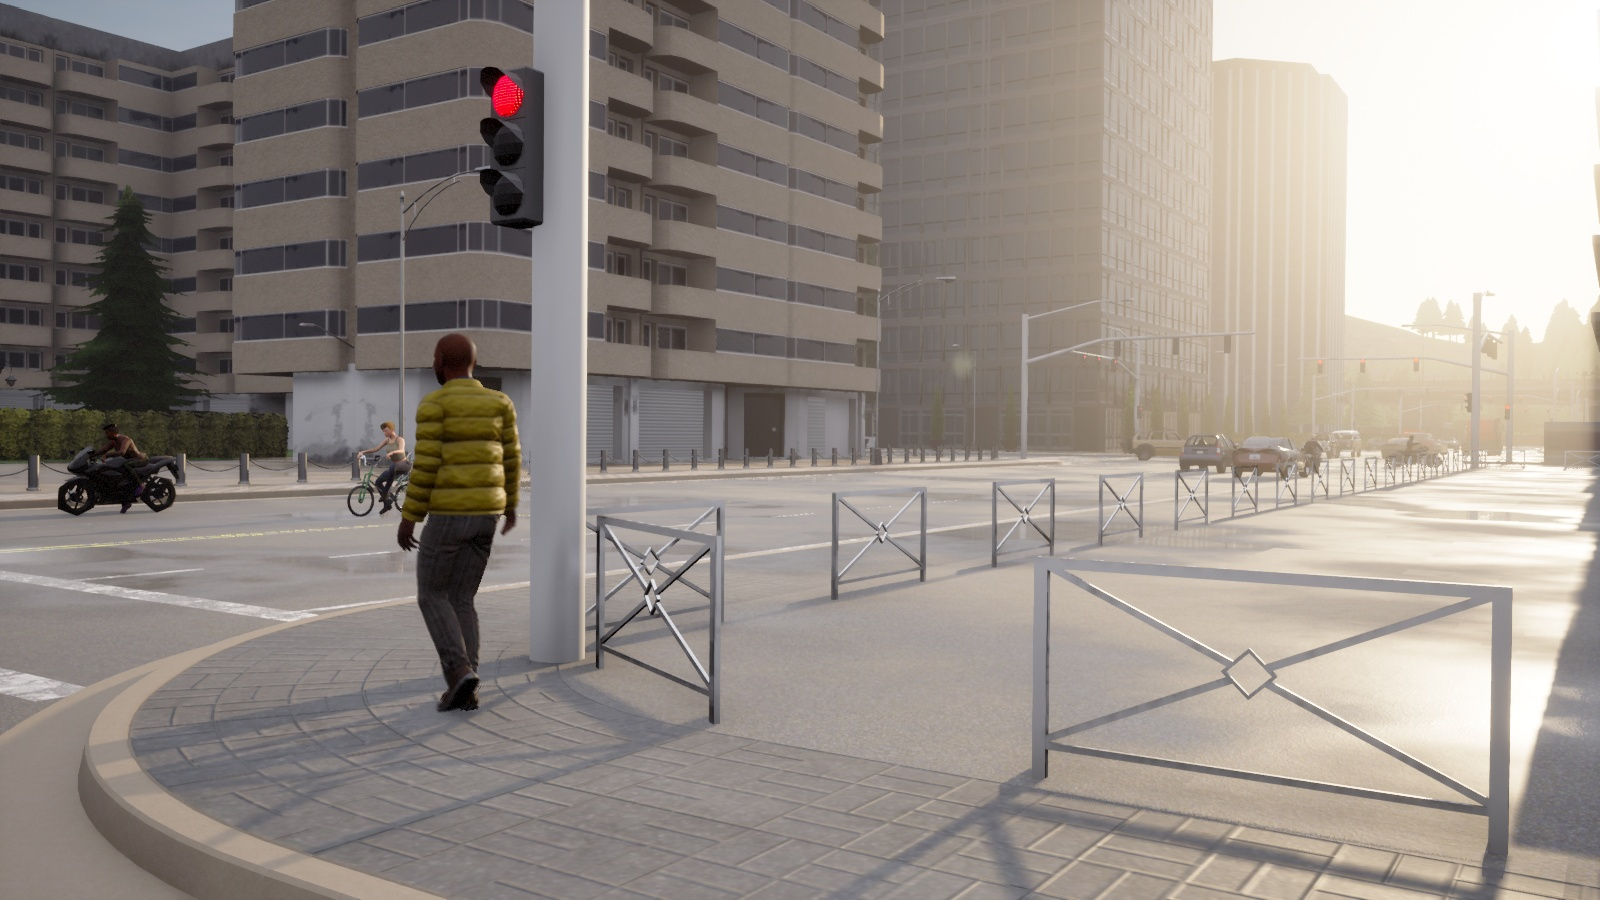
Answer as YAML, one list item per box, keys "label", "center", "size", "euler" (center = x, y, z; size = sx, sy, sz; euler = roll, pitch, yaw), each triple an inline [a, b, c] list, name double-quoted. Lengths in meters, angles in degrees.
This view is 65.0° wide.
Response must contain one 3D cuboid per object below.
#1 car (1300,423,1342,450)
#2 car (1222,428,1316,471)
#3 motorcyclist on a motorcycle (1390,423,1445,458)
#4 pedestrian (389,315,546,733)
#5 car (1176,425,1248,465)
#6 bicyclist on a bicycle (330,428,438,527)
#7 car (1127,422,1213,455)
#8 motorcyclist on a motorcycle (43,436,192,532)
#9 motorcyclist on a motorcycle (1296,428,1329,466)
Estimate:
- label: "car"
  center: [36.743, -0.994, 88.571]
  size: [1.932, 1.855, 4.605]
  euler: [0, 1, 33]
- label: "car"
  center: [17.128, -0.048, 45.693]
  size: [2.163, 1.488, 4.792]
  euler: [0, 1, 33]
- label: "motorcyclist on a motorcycle"
  center: [30.176, -0.464, 61.421]
  size: [2.350, 1.649, 0.766]
  euler: [0, 1, 32]
- label: "pedestrian"
  center: [-1.566, 0.324, 5.892]
  size: [0.726, 1.835, 0.370]
  euler: [0, 1, 44]
- label: "car"
  center: [17.102, -0.236, 52.056]
  size: [1.851, 1.617, 3.988]
  euler: [0, 1, 33]
- label: "bicyclist on a bicycle"
  center: [-7.076, 0.440, 21.409]
  size: [0.866, 1.612, 1.509]
  euler: [0, 1, 33]
- label: "car"
  center: [21.416, -0.670, 72.896]
  size: [4.605, 1.855, 1.932]
  euler: [0, 1, 11]
- label: "motorcyclist on a motorcycle"
  center: [-11.443, 0.529, 21.112]
  size: [0.797, 1.523, 2.044]
  euler: [0, 1, 33]
- label: "motorcyclist on a motorcycle"
  center: [21.191, -0.134, 51.919]
  size: [0.866, 1.530, 2.191]
  euler: [0, 1, 33]
